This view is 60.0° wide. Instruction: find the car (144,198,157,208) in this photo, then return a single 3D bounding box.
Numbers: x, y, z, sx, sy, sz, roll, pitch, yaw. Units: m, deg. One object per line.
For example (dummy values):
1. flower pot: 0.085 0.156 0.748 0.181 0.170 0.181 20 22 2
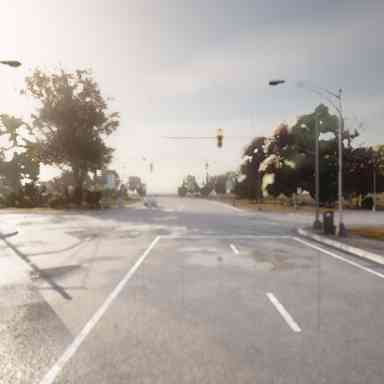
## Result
1. car: -7.027 1.829 56.635 2.128 1.511 4.902 0 0 0
